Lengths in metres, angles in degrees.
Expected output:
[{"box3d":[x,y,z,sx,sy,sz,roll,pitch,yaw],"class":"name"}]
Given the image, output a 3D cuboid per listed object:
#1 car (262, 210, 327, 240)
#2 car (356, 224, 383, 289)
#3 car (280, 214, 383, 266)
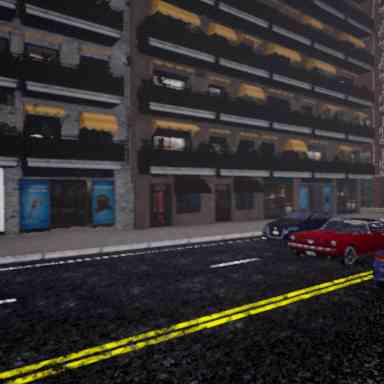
[{"box3d":[5.210,1.548,15.389,4.181,1.385,1.994,0,0,-36],"class":"car"},{"box3d":[5.971,1.514,7.697,4.674,1.442,1.812,0,0,-35],"class":"car"},{"box3d":[5.471,1.587,11.579,4.718,1.301,1.895,0,0,-36],"class":"car"}]
